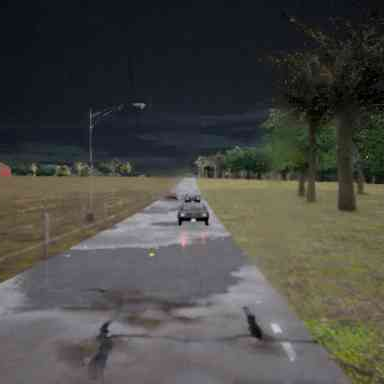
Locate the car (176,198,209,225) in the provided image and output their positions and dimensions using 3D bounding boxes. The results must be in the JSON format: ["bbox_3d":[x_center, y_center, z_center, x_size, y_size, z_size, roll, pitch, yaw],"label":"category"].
[{"bbox_3d":[0.086,1.309,21.610,1.895,1.301,4.718,0,1,0],"label":"car"}]

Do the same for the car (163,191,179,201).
[{"bbox_3d":[-2.781,0.520,44.374,1.895,1.301,4.718,0,2,0],"label":"car"}]

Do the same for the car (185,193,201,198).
[{"bbox_3d":[0.074,0.715,39.352,1.895,1.301,4.718,0,2,0],"label":"car"}]
